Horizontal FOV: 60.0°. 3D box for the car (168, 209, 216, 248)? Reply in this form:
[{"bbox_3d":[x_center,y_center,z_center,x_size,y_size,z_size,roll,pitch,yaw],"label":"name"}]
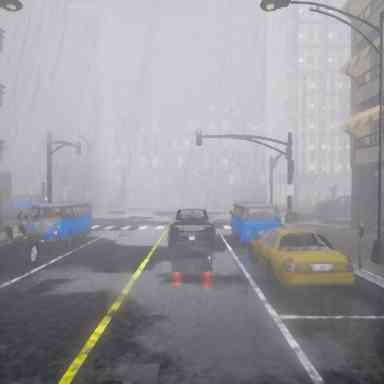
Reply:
[{"bbox_3d":[0.000,1.491,14.651,2.128,1.511,4.902,0,0,0],"label":"car"}]

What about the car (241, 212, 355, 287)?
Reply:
[{"bbox_3d":[2.680,1.522,9.173,1.752,1.417,4.829,-1,0,0],"label":"car"}]

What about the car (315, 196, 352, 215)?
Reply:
[{"bbox_3d":[15.238,1.337,33.935,5.009,1.841,2.192,0,1,0],"label":"car"}]

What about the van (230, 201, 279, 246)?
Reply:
[{"bbox_3d":[2.677,1.336,14.604,1.690,1.788,3.998,-1,0,0],"label":"van"}]

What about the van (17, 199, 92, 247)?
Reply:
[{"bbox_3d":[-5.703,1.336,14.633,1.690,1.788,3.998,-1,0,0],"label":"van"}]

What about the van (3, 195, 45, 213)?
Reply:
[{"bbox_3d":[-17.152,1.199,34.128,3.998,1.788,1.690,0,1,0],"label":"van"}]

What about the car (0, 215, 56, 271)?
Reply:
[{"bbox_3d":[-5.701,1.547,9.032,2.008,1.369,4.403,-1,0,0],"label":"car"}]
